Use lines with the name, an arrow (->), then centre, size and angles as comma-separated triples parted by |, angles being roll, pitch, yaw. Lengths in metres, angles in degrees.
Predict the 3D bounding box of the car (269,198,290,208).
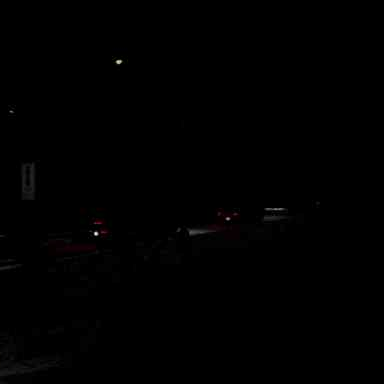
car -> 12.978, 1.603, 49.188 | 1.812, 1.442, 4.674 | -1, -1, 35

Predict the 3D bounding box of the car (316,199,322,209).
car -> 18.787, 1.565, 46.139 | 2.033, 1.411, 5.357 | -1, -1, 35

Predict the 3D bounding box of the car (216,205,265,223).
car -> 3.794, 1.573, 25.039 | 1.895, 1.301, 4.718 | -1, 0, 35

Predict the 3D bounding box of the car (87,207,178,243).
car -> -2.650, 1.491, 15.972 | 1.837, 1.490, 4.892 | -1, 0, 35
